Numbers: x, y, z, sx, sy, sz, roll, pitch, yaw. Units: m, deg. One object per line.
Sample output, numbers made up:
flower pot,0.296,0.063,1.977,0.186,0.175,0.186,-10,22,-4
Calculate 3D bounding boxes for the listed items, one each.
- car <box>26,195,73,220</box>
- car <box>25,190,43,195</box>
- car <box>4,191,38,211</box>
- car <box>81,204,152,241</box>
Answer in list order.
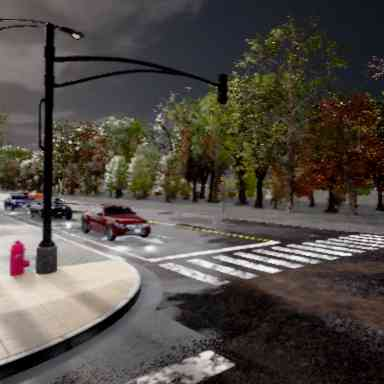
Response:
car,-9.984,1.179,23.505,1.994,1.385,4.181,1,1,-39
car,-23.559,0.490,51.032,2.097,1.767,4.553,1,1,-39
car,-16.438,0.959,31.526,1.812,1.442,4.674,1,1,-39
car,-3.723,1.315,15.730,1.812,1.442,4.674,1,1,-39
